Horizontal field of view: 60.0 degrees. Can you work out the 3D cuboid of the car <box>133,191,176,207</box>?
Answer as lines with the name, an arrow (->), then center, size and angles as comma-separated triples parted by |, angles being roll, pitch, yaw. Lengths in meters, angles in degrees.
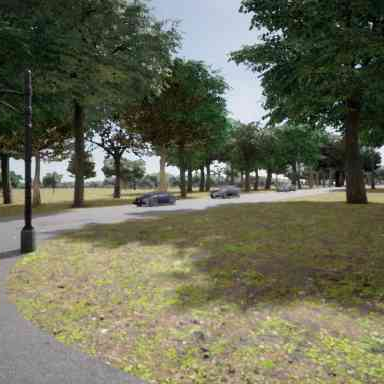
car -> -3.387, 0.595, 30.368 | 1.994, 1.385, 4.181 | -1, 2, 38

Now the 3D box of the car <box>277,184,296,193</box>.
car -> 15.577, -0.605, 54.819 | 2.128, 1.511, 4.902 | -1, 2, 38

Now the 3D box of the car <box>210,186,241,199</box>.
car -> 4.063, 0.044, 40.032 | 2.128, 1.511, 4.902 | -1, 2, 38
